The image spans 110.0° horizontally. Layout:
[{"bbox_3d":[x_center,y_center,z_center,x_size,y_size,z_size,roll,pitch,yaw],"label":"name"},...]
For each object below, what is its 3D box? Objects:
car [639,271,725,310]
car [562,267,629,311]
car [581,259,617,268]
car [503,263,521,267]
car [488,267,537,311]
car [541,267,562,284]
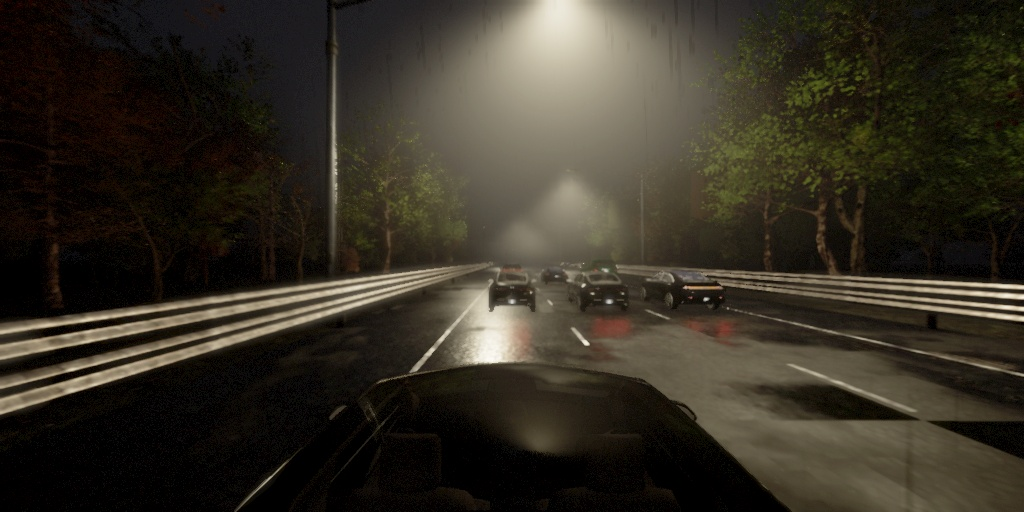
[{"bbox_3d":[7.022,1.380,15.338,2.128,1.511,4.902,0,0,0],"label":"car"},{"bbox_3d":[3.522,1.394,15.326,1.837,1.490,4.892,0,0,0],"label":"car"},{"bbox_3d":[7.011,1.250,29.410,2.150,2.045,5.566,0,0,0],"label":"car"},{"bbox_3d":[0.023,1.384,30.251,2.097,1.767,4.553,0,-1,0],"label":"car"},{"bbox_3d":[0.022,1.394,15.338,1.837,1.490,4.892,0,0,0],"label":"car"},{"bbox_3d":[3.522,1.597,30.217,1.994,1.385,4.181,0,0,0],"label":"car"}]
